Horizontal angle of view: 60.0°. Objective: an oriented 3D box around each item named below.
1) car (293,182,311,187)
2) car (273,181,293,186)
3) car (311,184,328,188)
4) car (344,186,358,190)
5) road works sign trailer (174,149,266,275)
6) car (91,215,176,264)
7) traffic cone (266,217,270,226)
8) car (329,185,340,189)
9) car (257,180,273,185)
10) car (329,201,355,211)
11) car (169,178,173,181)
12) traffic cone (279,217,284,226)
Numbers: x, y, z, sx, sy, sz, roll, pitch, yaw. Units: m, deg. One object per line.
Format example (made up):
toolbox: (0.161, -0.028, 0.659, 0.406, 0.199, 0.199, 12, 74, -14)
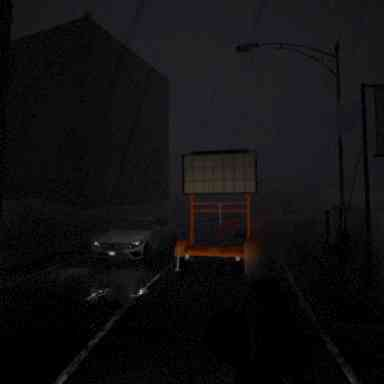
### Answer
car: (24.326, -1.545, 76.756, 4.553, 1.767, 2.185, 2, -5, -26)
car: (19.369, -1.615, 74.316, 5.008, 1.535, 2.097, 2, -5, -25)
car: (29.405, -1.178, 79.384, 4.792, 1.488, 2.163, 2, -5, -27)
car: (38.951, -0.778, 84.714, 4.892, 1.521, 2.231, 3, -5, -30)
road works sign trailer: (0.922, 0.478, 10.659, 2.380, 3.560, 2.880, -1, 0, 17)
car: (-1.898, 1.597, 12.357, 1.812, 1.442, 4.674, -1, -1, 14)
traffic cone: (5.171, 2.043, 22.988, 0.340, 0.580, 0.340, -2, -1, 16)
car: (34.249, -0.957, 82.020, 4.674, 1.452, 2.002, 3, -5, -29)
car: (14.339, -1.762, 71.979, 4.674, 1.452, 2.002, 2, -5, -24)
car: (21.919, 2.065, 48.526, 4.674, 1.442, 1.812, 1, -4, -36)
car: (-5.938, -2.512, 63.452, 4.553, 1.767, 2.185, 1, -5, -23)
traffic cone: (6.122, 2.012, 22.699, 0.340, 0.580, 0.340, -2, -1, 17)
